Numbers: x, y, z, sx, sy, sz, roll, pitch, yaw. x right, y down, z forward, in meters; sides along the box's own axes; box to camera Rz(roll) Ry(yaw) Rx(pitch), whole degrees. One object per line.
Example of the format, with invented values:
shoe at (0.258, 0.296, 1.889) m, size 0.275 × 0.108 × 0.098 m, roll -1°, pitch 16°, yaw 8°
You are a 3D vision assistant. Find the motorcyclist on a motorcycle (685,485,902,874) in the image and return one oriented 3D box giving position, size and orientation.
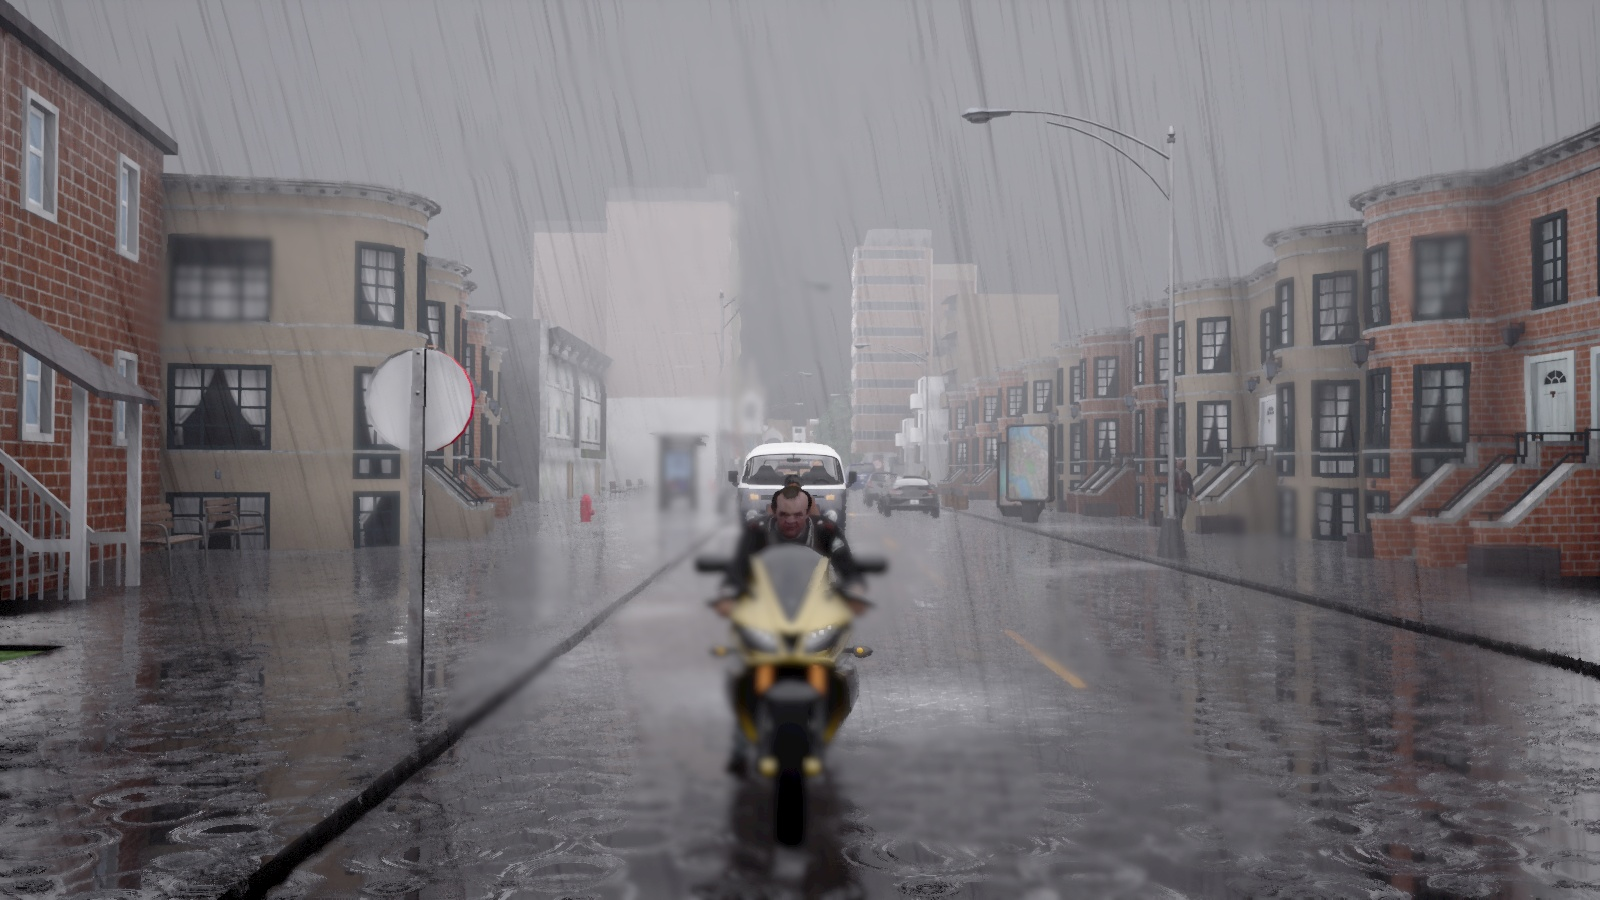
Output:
motorcyclist on a motorcycle at (-0.034, 0.953, 6.143) m, size 0.866 × 1.530 × 2.191 m, roll 0°, pitch -1°, yaw 0°

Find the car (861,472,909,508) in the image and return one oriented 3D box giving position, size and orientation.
car at (3.743, 1.745, 55.592) m, size 1.845 × 1.501 × 3.633 m, roll 0°, pitch -1°, yaw 0°

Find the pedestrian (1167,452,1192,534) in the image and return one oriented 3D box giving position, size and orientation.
pedestrian at (8.649, 0.969, 28.616) m, size 0.376 × 1.854 × 0.720 m, roll 0°, pitch -1°, yaw 4°

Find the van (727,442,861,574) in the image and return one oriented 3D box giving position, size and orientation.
van at (-0.106, 0.895, 21.717) m, size 2.069 × 2.038 × 4.480 m, roll 0°, pitch 0°, yaw 0°

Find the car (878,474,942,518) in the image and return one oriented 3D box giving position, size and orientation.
car at (3.795, 1.563, 44.072) m, size 1.812 × 1.442 × 4.674 m, roll 0°, pitch -1°, yaw 0°

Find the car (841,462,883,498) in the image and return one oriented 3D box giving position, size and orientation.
car at (3.647, 1.774, 74.928) m, size 2.150 × 2.045 × 5.566 m, roll 0°, pitch -1°, yaw 0°
